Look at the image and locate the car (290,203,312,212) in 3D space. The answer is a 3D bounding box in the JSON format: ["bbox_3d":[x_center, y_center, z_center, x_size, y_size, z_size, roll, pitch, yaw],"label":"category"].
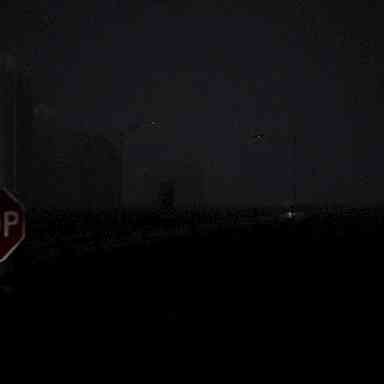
[{"bbox_3d":[15.985,2.221,48.623,1.895,1.301,4.718,0,0,36],"label":"car"}]
